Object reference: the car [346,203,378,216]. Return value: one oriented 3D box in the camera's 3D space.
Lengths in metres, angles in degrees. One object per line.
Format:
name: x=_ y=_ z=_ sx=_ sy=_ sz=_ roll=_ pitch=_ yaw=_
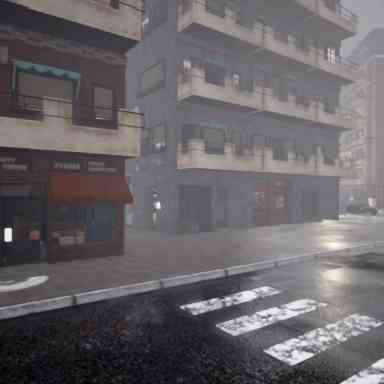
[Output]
car: x=17.693 y=1.786 z=35.040 sx=1.895 sy=1.301 sz=4.718 roll=0 pitch=0 yaw=5
